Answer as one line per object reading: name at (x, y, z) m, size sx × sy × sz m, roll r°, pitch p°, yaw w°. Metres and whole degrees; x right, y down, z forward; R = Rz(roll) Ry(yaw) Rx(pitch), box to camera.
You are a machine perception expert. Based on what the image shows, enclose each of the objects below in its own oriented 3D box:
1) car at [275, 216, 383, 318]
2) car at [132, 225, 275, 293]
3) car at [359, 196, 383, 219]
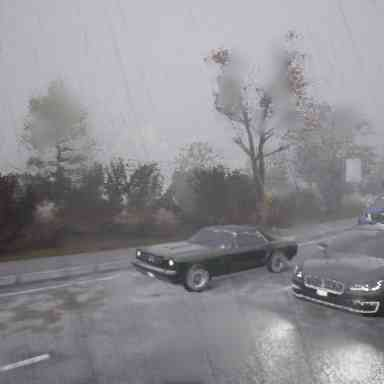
car at (4.180, 1.516, 7.349) m, size 4.892 × 1.490 × 1.837 m, roll 0°, pitch 0°, yaw -39°
car at (0.791, 1.627, 9.136) m, size 4.718 × 1.301 × 1.895 m, roll 0°, pitch 0°, yaw -38°
car at (11.110, 1.261, 18.259) m, size 5.566 × 2.045 × 2.150 m, roll 1°, pitch -1°, yaw -44°
